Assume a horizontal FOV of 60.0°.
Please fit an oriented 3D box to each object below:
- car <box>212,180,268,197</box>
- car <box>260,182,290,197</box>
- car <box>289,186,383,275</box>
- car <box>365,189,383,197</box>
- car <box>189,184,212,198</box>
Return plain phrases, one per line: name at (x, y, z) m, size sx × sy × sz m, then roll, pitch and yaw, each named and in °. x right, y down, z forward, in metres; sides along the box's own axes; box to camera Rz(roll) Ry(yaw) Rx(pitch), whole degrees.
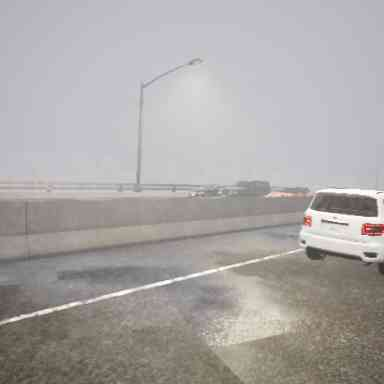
car at (4.639, -0.020, 28.528) m, size 5.566 × 2.045 × 2.150 m, roll 0°, pitch 4°, yaw -43°
car at (7.994, 0.351, 26.887) m, size 4.553 × 1.767 × 2.097 m, roll 0°, pitch 4°, yaw -43°
car at (5.318, 0.953, 9.738) m, size 5.566 × 2.045 × 2.150 m, roll 0°, pitch 4°, yaw -43°
car at (32.289, 0.186, 58.366) m, size 4.718 × 1.301 × 1.895 m, roll 0°, pitch 4°, yaw -42°
car at (1.879, 0.010, 30.746) m, size 4.902 × 1.511 × 2.128 m, roll 0°, pitch 4°, yaw -43°
